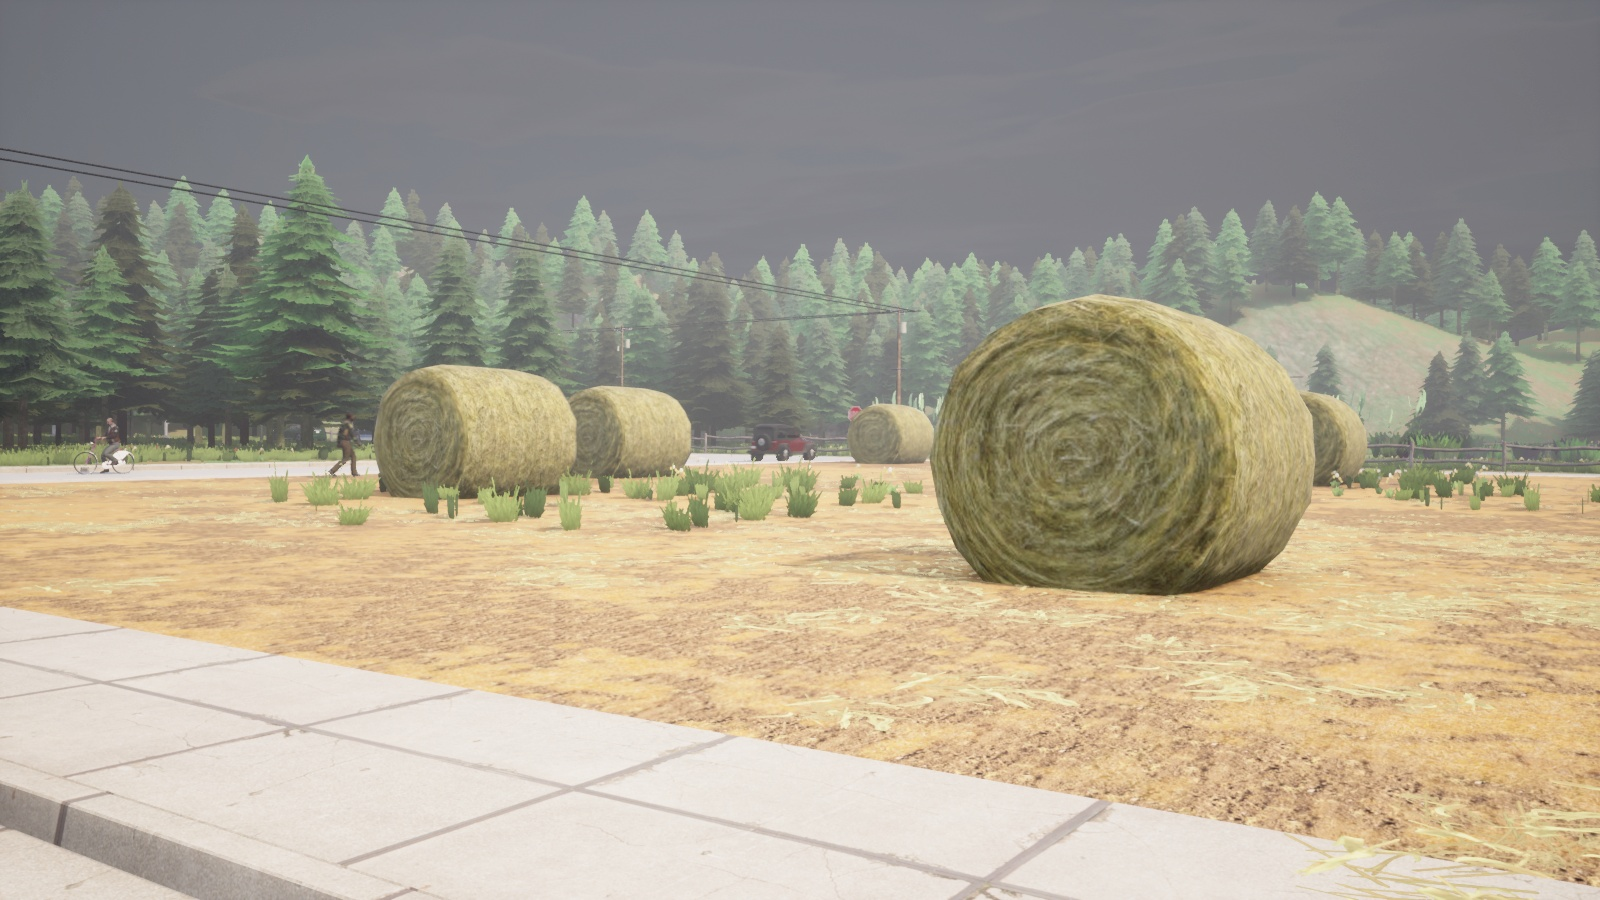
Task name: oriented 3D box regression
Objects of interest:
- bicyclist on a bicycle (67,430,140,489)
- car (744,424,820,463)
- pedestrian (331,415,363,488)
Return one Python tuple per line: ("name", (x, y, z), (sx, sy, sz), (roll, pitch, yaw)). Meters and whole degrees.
("bicyclist on a bicycle", (-21.509, 0.277, 38.810), (0.659, 1.776, 1.843), (0, 1, 35))
("car", (-0.871, -0.335, 62.440), (1.905, 1.878, 3.866), (0, 1, 34))
("pedestrian", (-12.098, 0.028, 33.564), (0.692, 1.930, 0.395), (-1, 1, -39))
